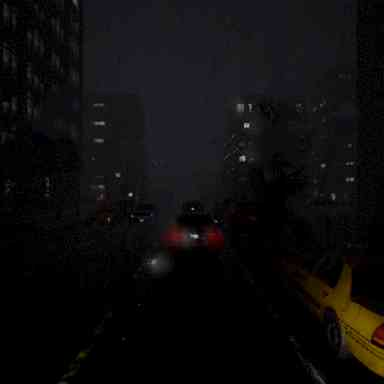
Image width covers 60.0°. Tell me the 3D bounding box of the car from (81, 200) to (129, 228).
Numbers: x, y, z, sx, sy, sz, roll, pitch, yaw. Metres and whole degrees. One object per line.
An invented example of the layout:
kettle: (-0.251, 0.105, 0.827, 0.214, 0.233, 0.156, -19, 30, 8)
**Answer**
car: (-5.687, 1.485, 22.049, 1.752, 1.417, 4.829, 1, 0, 0)

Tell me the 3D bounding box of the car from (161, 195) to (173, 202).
car: (-5.700, 1.398, 71.134, 1.752, 1.417, 4.829, 1, 0, 0)

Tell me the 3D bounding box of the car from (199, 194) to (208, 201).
car: (2.679, 1.408, 76.815, 1.887, 1.381, 4.507, 1, 0, 0)

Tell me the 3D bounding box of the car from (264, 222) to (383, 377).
car: (2.698, 1.514, 5.711, 1.752, 1.417, 4.829, 1, 0, 0)

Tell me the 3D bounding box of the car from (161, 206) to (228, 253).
car: (0.092, 1.522, 13.534, 2.033, 1.411, 5.357, 0, 0, 0)

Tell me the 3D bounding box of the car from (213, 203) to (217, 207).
car: (2.695, 1.274, 22.219, 2.192, 1.841, 5.009, 1, 0, 0)

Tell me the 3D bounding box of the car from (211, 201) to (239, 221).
car: (2.691, 1.493, 27.779, 1.887, 1.381, 4.507, 1, 0, 0)

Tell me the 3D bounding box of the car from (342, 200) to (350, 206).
car: (26.242, 1.887, 60.865, 4.829, 1.417, 1.752, 1, -1, 0)

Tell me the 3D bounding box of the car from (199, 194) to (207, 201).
car: (2.678, 1.294, 82.339, 1.967, 1.590, 4.097, 1, 0, 0)

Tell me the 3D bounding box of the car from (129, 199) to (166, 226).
car: (-3.104, 1.483, 22.883, 1.812, 1.442, 4.674, 0, 0, 0)

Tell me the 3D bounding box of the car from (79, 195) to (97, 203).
car: (-17.265, 1.165, 52.176, 4.507, 1.381, 1.887, 1, -1, 0)

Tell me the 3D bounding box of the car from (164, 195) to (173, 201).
car: (-5.704, 1.399, 82.351, 1.887, 1.381, 4.507, 1, 0, 0)

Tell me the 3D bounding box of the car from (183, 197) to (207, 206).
car: (0.088, 1.505, 32.104, 1.994, 1.385, 4.181, 0, 0, 0)

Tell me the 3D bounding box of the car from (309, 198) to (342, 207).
car: (20.834, 1.652, 52.510, 4.097, 1.590, 1.967, 1, -1, 0)

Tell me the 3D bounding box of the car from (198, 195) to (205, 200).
car: (2.674, 1.418, 93.386, 1.802, 1.307, 4.206, 1, 0, 0)

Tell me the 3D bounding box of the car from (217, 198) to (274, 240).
car: (2.696, 1.284, 16.659, 2.192, 1.841, 5.009, 1, 0, 0)
